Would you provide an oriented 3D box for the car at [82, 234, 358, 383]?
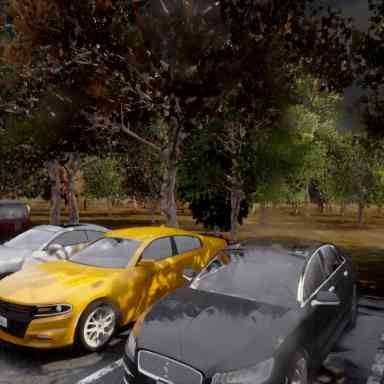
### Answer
[{"bbox_3d":[1.162,1.482,4.938,2.231,1.521,4.892,0,0,35],"label":"car"}]

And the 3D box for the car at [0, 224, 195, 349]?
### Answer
[{"bbox_3d":[-1.108,1.481,6.551,2.097,1.535,5.008,0,0,35],"label":"car"}]

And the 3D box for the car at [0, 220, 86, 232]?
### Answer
[{"bbox_3d":[-3.380,1.522,8.164,2.002,1.452,4.674,0,0,35],"label":"car"}]

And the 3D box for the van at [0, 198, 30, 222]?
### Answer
[{"bbox_3d":[-7.987,1.256,11.295,1.878,1.987,4.442,0,0,35],"label":"van"}]
